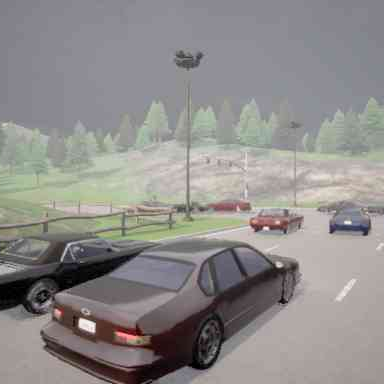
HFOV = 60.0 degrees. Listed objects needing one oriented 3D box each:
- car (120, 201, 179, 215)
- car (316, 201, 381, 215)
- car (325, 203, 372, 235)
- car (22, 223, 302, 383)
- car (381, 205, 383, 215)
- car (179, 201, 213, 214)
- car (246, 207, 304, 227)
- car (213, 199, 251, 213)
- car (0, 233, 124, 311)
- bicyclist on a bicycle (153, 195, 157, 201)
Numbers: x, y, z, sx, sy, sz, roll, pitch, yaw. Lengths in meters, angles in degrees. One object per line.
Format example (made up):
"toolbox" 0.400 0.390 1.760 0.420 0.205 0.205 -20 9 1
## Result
"car" -4.375 1.551 32.953 5.357 1.411 2.033 0 0 14
"car" 14.863 1.551 32.379 2.033 1.411 5.357 0 0 -34
"car" 9.082 1.566 19.144 1.994 1.385 4.181 0 0 28
"car" 0.252 1.548 5.804 2.033 1.411 5.357 0 0 35
"car" 19.531 1.550 30.995 2.033 1.411 5.357 0 0 -24
"car" -0.576 1.604 35.093 4.718 1.301 1.895 0 0 19
"car" 5.041 1.603 19.235 1.895 1.301 4.718 0 0 32
"car" 3.960 1.481 36.511 5.008 1.535 1.882 0 0 25
"car" -2.683 1.602 7.711 1.895 1.301 4.718 0 0 35
"bicyclist on a bicycle" -5.785 1.307 51.924 0.582 1.620 1.656 0 0 14
